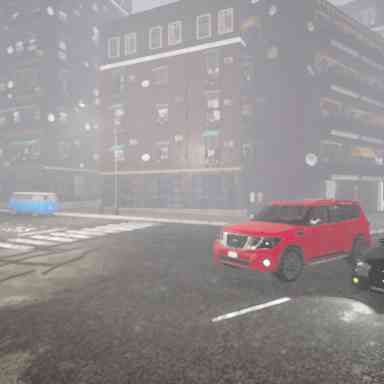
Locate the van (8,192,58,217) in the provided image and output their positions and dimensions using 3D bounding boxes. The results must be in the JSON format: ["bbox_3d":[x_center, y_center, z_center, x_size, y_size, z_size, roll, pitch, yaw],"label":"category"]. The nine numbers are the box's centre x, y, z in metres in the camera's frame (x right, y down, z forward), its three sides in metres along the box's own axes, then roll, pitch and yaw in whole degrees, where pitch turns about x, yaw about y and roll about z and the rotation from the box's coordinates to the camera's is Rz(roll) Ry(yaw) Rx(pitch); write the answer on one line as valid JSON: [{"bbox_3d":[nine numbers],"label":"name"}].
[{"bbox_3d":[-11.986,0.910,25.052,3.998,1.788,1.690,1,0,25],"label":"van"}]

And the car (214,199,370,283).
[{"bbox_3d":[3.260,1.240,10.096,5.566,2.045,2.150,0,0,-36],"label":"car"}]

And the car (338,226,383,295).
[{"bbox_3d":[5.533,1.582,7.744,4.181,1.385,1.994,0,0,-36],"label":"car"}]
